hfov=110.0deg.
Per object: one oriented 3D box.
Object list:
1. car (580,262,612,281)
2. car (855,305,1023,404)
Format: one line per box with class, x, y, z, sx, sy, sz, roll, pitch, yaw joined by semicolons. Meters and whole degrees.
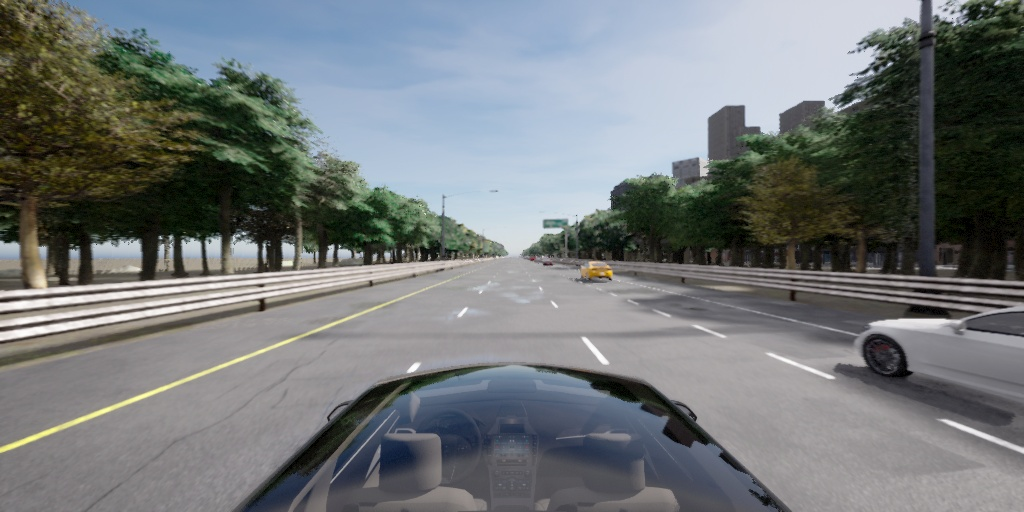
car;7.033;1.245;30.407;1.882;1.535;5.008;0;0;0
car;6.999;1.281;4.367;1.812;1.442;4.674;0;0;0
